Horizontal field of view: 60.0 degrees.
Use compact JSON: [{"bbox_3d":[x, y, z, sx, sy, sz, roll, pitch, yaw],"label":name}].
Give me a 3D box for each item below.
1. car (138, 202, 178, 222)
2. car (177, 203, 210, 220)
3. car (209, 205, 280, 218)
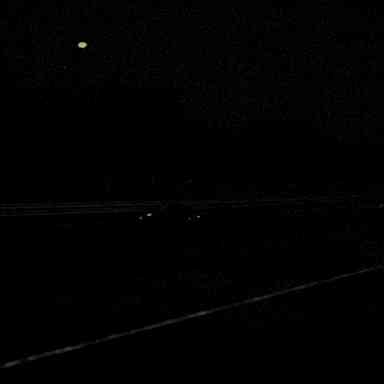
[{"bbox_3d":[-1.619,1.500,24.225,4.674,1.442,1.812,0,0,-35],"label":"car"},{"bbox_3d":[1.485,1.536,22.120,4.181,1.385,1.994,0,0,-35],"label":"car"},{"bbox_3d":[3.410,1.539,19.194,4.181,1.385,1.994,0,0,-35],"label":"car"}]
